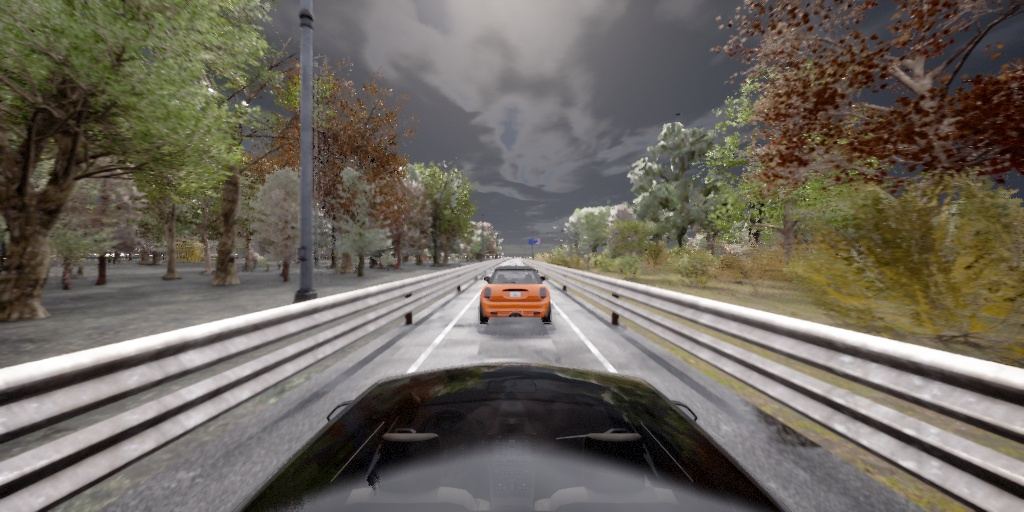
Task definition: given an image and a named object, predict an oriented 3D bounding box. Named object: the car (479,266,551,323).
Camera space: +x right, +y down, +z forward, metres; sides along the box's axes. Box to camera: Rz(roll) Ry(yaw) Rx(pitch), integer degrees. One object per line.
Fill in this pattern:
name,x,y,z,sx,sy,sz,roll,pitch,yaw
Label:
car,0.094,1.104,12.198,2.097,1.767,4.553,0,0,0
